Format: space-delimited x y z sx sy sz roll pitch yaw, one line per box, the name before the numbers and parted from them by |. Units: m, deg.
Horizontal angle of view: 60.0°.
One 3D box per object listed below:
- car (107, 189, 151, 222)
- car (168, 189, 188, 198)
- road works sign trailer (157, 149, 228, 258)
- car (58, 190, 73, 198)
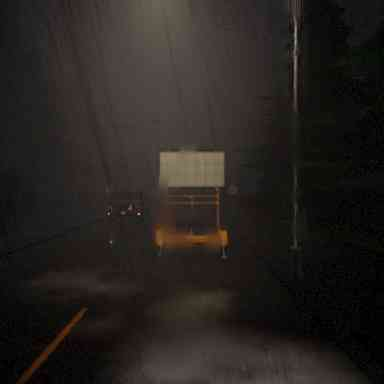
car | -4.095 0.845 22.549 2.150 2.045 5.566 0 1 0
car | -2.777 0.228 65.553 2.097 1.767 4.553 2 1 33
road works sign trailer | 0.009 0.264 11.883 2.380 3.560 2.880 0 1 0
car | -23.931 0.361 63.079 1.845 1.501 3.633 0 1 0
